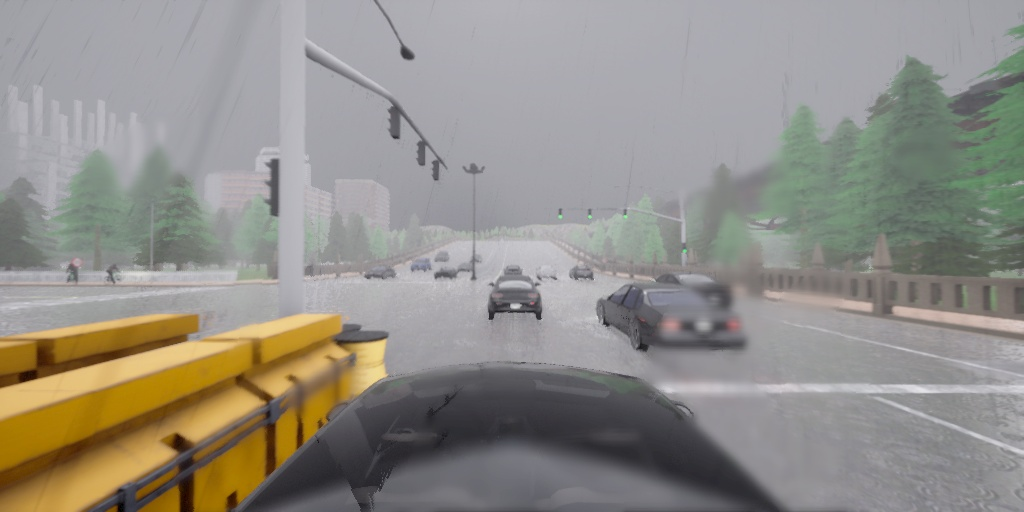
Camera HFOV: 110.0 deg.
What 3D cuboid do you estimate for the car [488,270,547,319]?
[{"bbox_3d":[0.099,1.437,13.538,1.812,1.442,4.674,0,-1,0],"label":"car"}]

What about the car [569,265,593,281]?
[{"bbox_3d":[7.112,1.719,37.145,2.128,1.511,4.902,0,-1,0],"label":"car"}]

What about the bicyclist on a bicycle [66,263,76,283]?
[{"bbox_3d":[-36.194,1.432,29.483,0.582,1.620,1.656,1,-1,-35],"label":"bicyclist on a bicycle"}]

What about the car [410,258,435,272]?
[{"bbox_3d":[-14.021,1.376,55.507,2.150,2.045,5.566,0,2,1],"label":"car"}]

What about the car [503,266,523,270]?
[{"bbox_3d":[0.111,1.733,37.219,1.837,1.490,4.892,0,-1,0],"label":"car"}]

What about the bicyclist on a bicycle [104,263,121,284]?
[{"bbox_3d":[-31.860,1.420,28.630,0.582,1.620,1.656,0,-1,-14],"label":"bicyclist on a bicycle"}]

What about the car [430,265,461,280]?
[{"bbox_3d":[-7.081,1.848,38.662,1.895,1.301,4.718,0,-1,0],"label":"car"}]

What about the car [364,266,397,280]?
[{"bbox_3d":[-14.081,1.800,38.748,2.033,1.411,5.357,0,-1,0],"label":"car"}]

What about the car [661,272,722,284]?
[{"bbox_3d":[7.104,1.408,15.051,1.882,1.535,5.008,0,-1,0],"label":"car"}]

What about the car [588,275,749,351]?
[{"bbox_3d":[3.599,1.400,9.230,2.033,1.411,5.357,0,-1,0],"label":"car"}]

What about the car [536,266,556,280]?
[{"bbox_3d":[3.598,1.766,38.213,1.812,1.442,4.674,0,-1,0],"label":"car"}]

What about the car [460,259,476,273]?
[{"bbox_3d":[-7.041,1.723,53.705,1.837,1.490,4.892,0,1,0],"label":"car"}]
